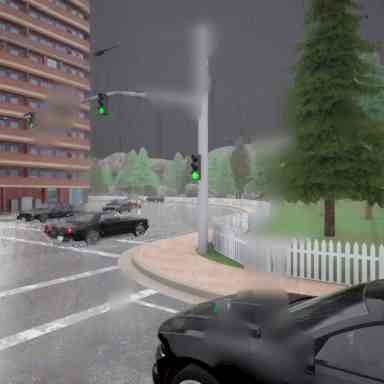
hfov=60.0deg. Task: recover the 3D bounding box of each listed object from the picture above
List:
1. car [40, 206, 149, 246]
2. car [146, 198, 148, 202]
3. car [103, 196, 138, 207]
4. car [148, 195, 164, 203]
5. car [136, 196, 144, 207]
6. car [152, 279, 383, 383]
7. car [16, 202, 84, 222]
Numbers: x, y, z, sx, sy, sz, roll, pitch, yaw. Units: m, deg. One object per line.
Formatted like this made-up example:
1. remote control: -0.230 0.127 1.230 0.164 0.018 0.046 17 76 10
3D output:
1. car: -4.066 1.549 15.138 1.895 1.301 4.718 0 0 32
2. car: -11.785 1.470 68.730 4.674 1.442 1.812 0 0 44
3. car: -7.802 1.492 35.393 2.033 1.411 5.357 0 0 7
4. car: -7.725 1.448 69.338 1.837 1.490 4.892 0 0 -42
5. car: -8.100 1.296 45.690 2.097 1.767 4.553 0 0 -11
6. car: 1.890 1.478 2.641 5.008 1.535 1.882 0 0 36
7. car: -10.623 1.492 25.575 2.033 1.411 5.357 0 0 24
